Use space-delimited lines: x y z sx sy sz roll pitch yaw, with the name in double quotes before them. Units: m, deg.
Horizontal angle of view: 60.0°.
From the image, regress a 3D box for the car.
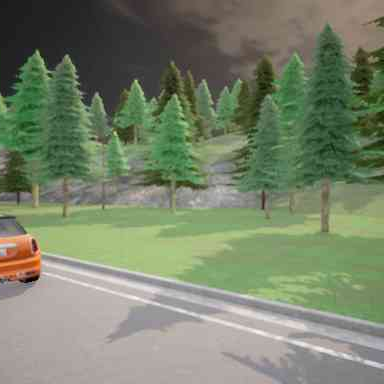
"car" -5.667 1.236 8.008 4.553 1.767 2.097 1 1 35
